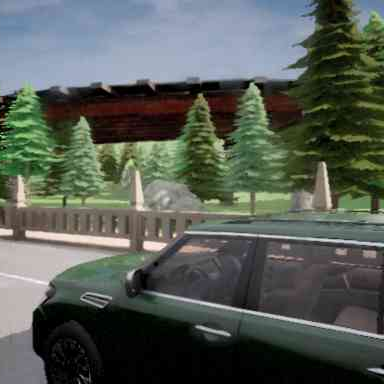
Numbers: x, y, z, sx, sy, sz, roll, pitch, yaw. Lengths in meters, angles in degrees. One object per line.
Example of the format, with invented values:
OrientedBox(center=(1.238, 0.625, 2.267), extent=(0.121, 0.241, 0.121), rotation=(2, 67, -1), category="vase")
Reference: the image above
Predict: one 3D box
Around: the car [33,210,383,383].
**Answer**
OrientedBox(center=(0.822, 1.202, 3.189), extent=(5.566, 2.045, 2.150), rotation=(0, 0, 34), category="car")
